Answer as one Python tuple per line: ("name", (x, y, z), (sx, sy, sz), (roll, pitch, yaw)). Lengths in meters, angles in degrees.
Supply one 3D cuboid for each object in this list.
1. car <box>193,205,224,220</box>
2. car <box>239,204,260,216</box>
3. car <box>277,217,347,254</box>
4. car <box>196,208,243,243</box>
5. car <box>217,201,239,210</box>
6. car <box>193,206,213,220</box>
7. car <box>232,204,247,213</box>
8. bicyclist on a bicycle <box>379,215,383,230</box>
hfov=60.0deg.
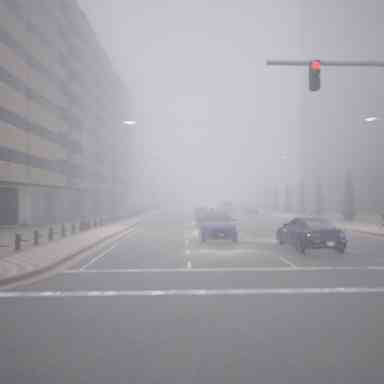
("car", (1.267, 2.144, 28.786), (2.128, 1.511, 4.902), (0, -1, 0))
("car", (8.269, 2.553, 46.961), (1.837, 1.490, 4.892), (0, -1, 0))
("car", (5.214, 1.832, 14.890), (1.812, 1.442, 4.674), (0, -1, -1))
("car", (1.404, 1.898, 18.973), (1.882, 1.535, 5.008), (0, -1, -1))
("car", (4.766, 2.280, 46.696), (2.150, 2.045, 5.566), (0, -1, 0))
("car", (1.195, 2.383, 38.904), (2.128, 1.511, 4.902), (0, -1, 0))
("car", (8.131, 2.799, 57.371), (1.837, 1.490, 4.892), (0, -1, 0))
("bicyclist on a bicycle", (13.304, 1.744, 22.282), (1.656, 1.620, 0.582), (-1, -1, -1))
